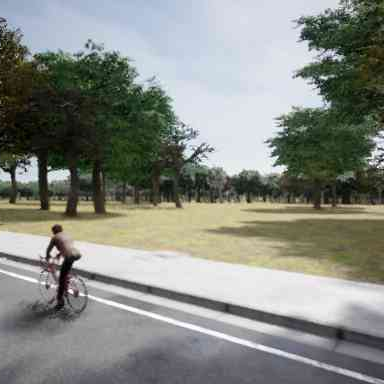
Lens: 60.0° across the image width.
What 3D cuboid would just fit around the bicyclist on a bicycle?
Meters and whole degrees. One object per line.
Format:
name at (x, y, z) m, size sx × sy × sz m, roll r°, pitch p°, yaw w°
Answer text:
bicyclist on a bicycle at (-2.574, 1.471, 6.554) m, size 1.656 × 1.620 × 0.582 m, roll 0°, pitch 0°, yaw 36°
